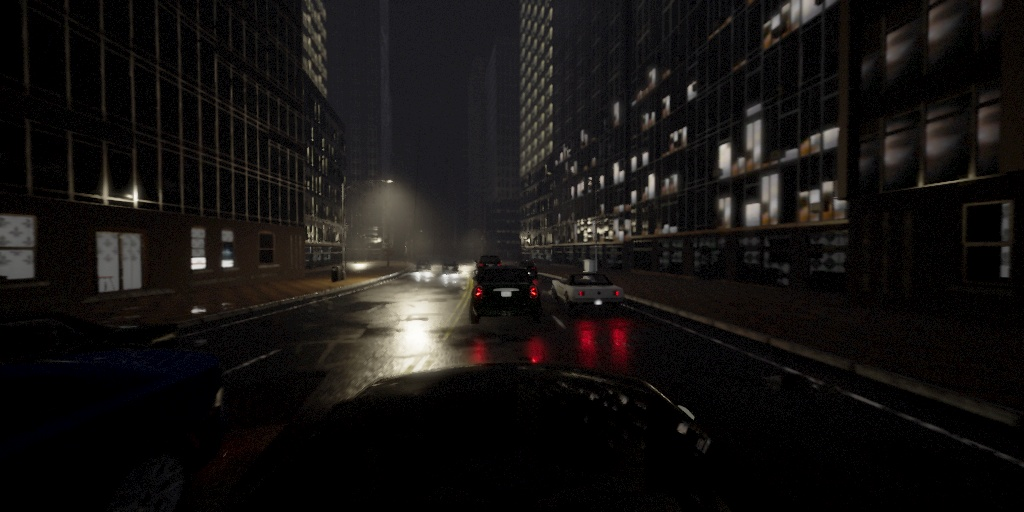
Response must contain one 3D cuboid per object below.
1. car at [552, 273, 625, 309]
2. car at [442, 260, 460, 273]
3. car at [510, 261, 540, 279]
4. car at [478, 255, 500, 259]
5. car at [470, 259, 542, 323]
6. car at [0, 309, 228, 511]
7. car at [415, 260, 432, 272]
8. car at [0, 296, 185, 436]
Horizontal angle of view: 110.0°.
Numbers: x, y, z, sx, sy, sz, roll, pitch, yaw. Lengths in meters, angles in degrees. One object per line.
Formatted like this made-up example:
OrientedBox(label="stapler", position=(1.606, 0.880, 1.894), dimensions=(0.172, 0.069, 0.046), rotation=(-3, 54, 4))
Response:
OrientedBox(label="car", position=(2.887, 1.332, 14.720), dimensions=(1.895, 1.301, 4.718), rotation=(0, 0, -3))
OrientedBox(label="car", position=(-7.306, 1.212, 42.486), dimensions=(2.128, 1.511, 4.902), rotation=(0, 0, -11))
OrientedBox(label="car", position=(1.083, 1.209, 32.624), dimensions=(1.837, 1.490, 4.892), rotation=(0, 0, -8))
OrientedBox(label="car", position=(-2.154, 0.939, 32.427), dimensions=(2.150, 2.045, 5.566), rotation=(0, 0, -8))
OrientedBox(label="car", position=(-0.264, 1.095, 12.308), dimensions=(2.097, 1.767, 4.553), rotation=(0, 0, -3))
OrientedBox(label="car", position=(-3.410, 1.235, 1.009), dimensions=(1.882, 1.535, 5.008), rotation=(0, 0, 0))
OrientedBox(label="car", position=(-11.358, 1.224, 46.248), dimensions=(2.128, 1.511, 4.902), rotation=(0, 0, -12))
OrientedBox(label="car", position=(-6.663, 1.364, 3.933), dimensions=(1.895, 1.301, 4.718), rotation=(0, 0, -1))
